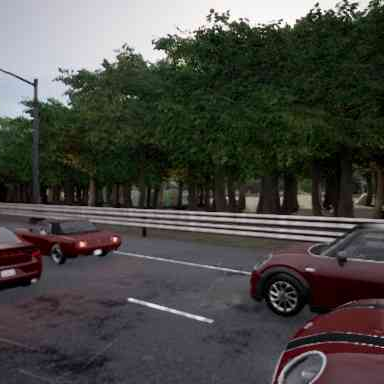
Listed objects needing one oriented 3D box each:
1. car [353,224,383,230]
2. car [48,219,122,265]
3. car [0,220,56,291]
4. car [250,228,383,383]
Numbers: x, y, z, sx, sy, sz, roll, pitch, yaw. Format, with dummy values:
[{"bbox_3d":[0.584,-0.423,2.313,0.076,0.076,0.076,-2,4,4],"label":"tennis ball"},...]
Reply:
[{"bbox_3d":[3.357,1.353,5.955,4.553,1.767,2.097,0,0,35],"label":"car"},{"bbox_3d":[-4.737,1.609,11.827,4.718,1.301,1.895,0,0,37],"label":"car"},{"bbox_3d":[-5.676,1.485,8.176,5.008,1.535,1.882,0,0,37],"label":"car"},{"bbox_3d":[2.808,1.350,2.066,4.553,1.767,2.097,0,0,35],"label":"car"}]
